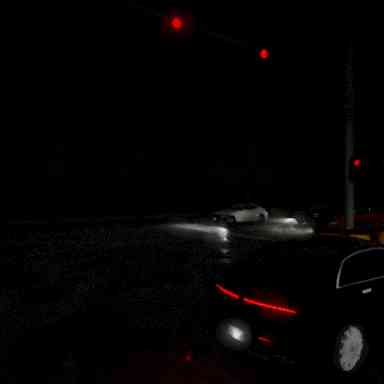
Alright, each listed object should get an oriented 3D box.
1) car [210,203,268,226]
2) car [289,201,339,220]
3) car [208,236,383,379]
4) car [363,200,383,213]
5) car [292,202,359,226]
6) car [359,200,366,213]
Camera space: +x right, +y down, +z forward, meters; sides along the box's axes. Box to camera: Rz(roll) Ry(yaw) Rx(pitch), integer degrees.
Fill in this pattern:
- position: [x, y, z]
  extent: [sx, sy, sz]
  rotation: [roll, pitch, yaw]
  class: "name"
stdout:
- position: [3.422, 1.525, 23.624]
  extent: [4.674, 1.442, 1.812]
  rotation: [0, 0, -36]
  class: "car"
- position: [10.557, 1.563, 28.691]
  extent: [4.181, 1.385, 1.994]
  rotation: [0, 0, -35]
  class: "car"
- position: [2.517, 1.505, 5.542]
  extent: [4.892, 1.490, 1.837]
  rotation: [0, 0, -36]
  class: "car"
- position: [17.453, 1.600, 29.270]
  extent: [4.718, 1.301, 1.895]
  rotation: [0, 0, -35]
  class: "car"
- position: [9.439, 1.477, 23.611]
  extent: [5.008, 1.535, 1.882]
  rotation: [0, 0, -35]
  class: "car"
- position: [18.131, 1.547, 34.019]
  extent: [5.357, 1.411, 2.033]
  rotation: [0, 0, -35]
  class: "car"
